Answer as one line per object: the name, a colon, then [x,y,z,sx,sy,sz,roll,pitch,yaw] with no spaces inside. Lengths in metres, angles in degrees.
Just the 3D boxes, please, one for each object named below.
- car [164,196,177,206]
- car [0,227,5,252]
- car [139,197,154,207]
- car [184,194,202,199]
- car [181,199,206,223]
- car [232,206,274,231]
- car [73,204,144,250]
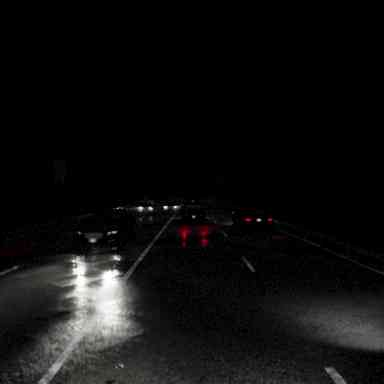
car: [-3.548,1.494,55.476,1.882,1.535,5.008,0,0,0]
car: [-7.097,1.494,8.981,2.128,1.511,4.902,0,0,0]
car: [-7.051,1.540,52.133,1.812,1.442,4.674,0,0,0]
car: [0.113,1.234,43.003,2.150,2.045,5.566,0,0,0]
car: [0.110,1.533,25.312,1.812,1.442,4.674,0,0,0]
car: [3.603,1.553,20.379,2.033,1.411,5.357,0,0,0]
car: [-3.596,1.496,14.493,2.128,1.511,4.902,0,0,0]
